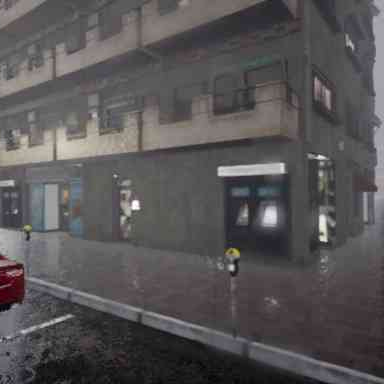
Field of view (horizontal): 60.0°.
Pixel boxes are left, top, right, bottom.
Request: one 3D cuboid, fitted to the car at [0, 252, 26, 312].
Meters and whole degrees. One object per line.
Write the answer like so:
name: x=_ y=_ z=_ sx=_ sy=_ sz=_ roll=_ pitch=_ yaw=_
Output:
car: x=-5.033 y=1.524 z=6.479 sx=4.507 sy=1.381 sz=1.887 roll=0 pitch=-1 yaw=36
